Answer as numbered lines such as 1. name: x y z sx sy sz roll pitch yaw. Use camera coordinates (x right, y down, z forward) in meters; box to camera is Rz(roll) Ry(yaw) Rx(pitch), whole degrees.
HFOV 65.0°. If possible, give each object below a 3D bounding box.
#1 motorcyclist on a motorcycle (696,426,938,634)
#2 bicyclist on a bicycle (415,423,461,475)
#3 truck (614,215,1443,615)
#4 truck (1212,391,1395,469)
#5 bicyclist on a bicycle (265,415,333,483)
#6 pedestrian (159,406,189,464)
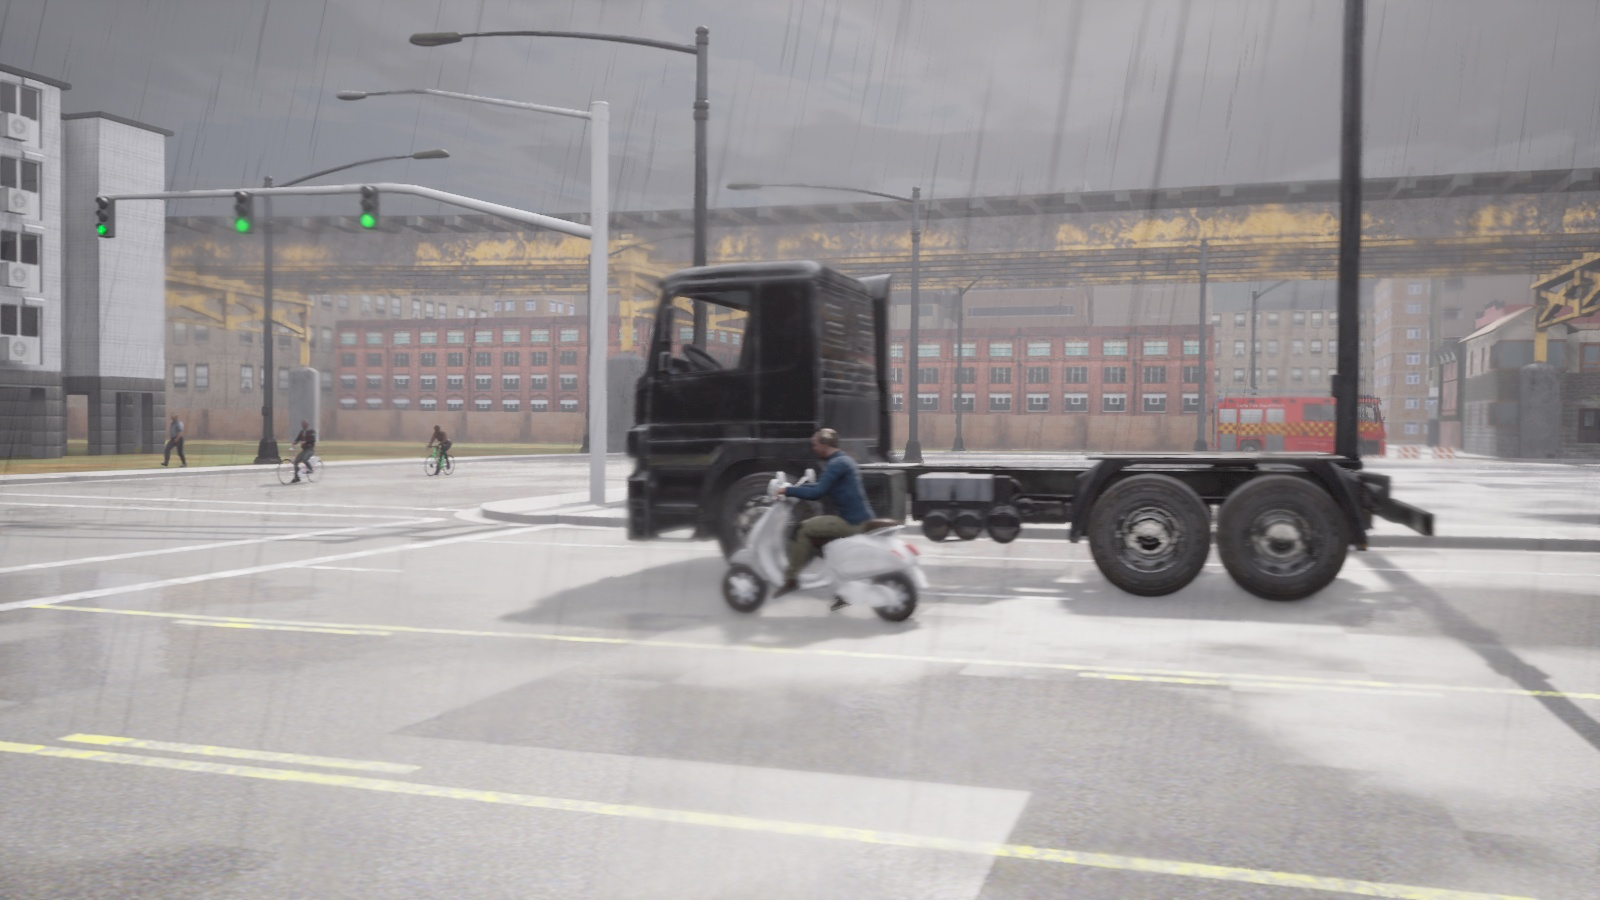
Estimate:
1. motorcyclist on a motorcycle: 0.155 0.616 10.525 1.817 1.590 0.866 1 1 19
2. bicyclist on a bicycle: -11.590 -0.058 40.293 0.582 1.620 1.656 1 2 18
3. truck: 2.244 -0.354 13.500 7.936 3.462 2.891 1 1 19
4. truck: 26.299 -1.076 65.987 8.468 3.827 2.891 1 1 11
5. bicyclist on a bicycle: -13.554 -0.045 34.005 0.659 1.776 1.843 1 1 18
6. pedestrian: -20.214 -0.496 40.557 0.540 1.848 0.694 1 1 25
